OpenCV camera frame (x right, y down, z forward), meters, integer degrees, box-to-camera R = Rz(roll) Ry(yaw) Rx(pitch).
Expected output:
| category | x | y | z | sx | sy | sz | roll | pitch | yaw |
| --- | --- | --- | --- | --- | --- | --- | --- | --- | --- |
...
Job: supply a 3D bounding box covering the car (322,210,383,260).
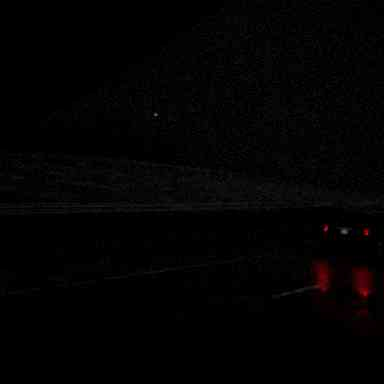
| category | x | y | z | sx | sy | sz | roll | pitch | yaw |
| --- | --- | --- | --- | --- | --- | --- | --- | --- | --- |
| car | 7.295 | 1.507 | 13.356 | 4.553 | 1.767 | 2.097 | 1 | -1 | -35 |
